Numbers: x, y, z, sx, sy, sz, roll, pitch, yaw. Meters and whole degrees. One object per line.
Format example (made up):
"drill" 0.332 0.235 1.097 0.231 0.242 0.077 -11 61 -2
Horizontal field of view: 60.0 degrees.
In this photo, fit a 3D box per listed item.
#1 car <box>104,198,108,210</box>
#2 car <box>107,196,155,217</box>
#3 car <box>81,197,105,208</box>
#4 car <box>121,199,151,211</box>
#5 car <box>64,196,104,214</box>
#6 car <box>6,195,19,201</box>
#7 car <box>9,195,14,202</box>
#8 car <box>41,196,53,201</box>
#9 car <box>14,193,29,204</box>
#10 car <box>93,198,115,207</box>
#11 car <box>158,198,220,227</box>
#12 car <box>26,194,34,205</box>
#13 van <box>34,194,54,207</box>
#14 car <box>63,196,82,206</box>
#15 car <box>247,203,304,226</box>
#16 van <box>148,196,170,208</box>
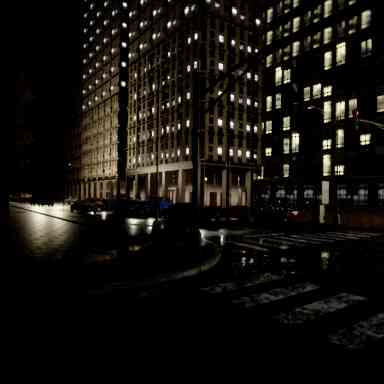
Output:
"car" -11.748 1.468 38.833 2.033 1.411 5.357 1 -1 -35
"car" -5.602 1.412 30.128 1.882 1.535 5.008 1 -1 -35
"car" -14.360 1.477 47.961 1.837 1.490 4.892 1 -1 -35
"car" -7.202 1.585 42.409 2.008 1.369 4.403 1 -1 -35
"car" -10.779 1.427 32.959 2.008 1.369 4.403 1 -1 -35
"car" -40.144 1.378 74.456 2.008 1.369 4.403 1 -1 -35
"car" -36.882 1.397 69.846 1.947 1.339 4.313 1 -1 -35
"car" -36.569 1.571 83.906 1.802 1.307 4.206 1 -1 -35
"car" -30.352 1.155 60.626 2.192 1.841 5.009 1 -1 -35
"car" -13.728 1.587 51.631 1.947 1.339 4.313 1 -1 -35
"car" -0.154 1.425 22.425 1.882 1.535 5.008 1 -1 -36
"car" -23.831 1.432 51.402 1.802 1.307 4.206 1 -1 -35
"van" -20.564 1.197 46.793 1.690 1.788 3.998 1 -1 -35
"car" -20.350 1.486 56.334 1.812 1.442 4.674 1 -1 -35
"car" 5.852 1.505 23.967 1.967 1.590 4.097 1 -1 -35
"van" -3.935 1.382 37.800 1.690 1.788 3.998 1 -1 -35
